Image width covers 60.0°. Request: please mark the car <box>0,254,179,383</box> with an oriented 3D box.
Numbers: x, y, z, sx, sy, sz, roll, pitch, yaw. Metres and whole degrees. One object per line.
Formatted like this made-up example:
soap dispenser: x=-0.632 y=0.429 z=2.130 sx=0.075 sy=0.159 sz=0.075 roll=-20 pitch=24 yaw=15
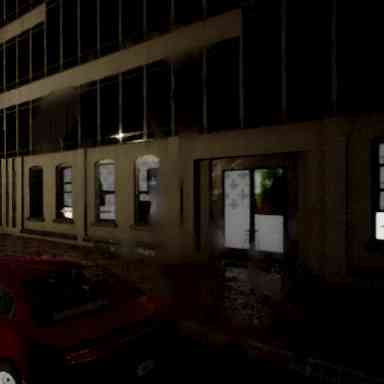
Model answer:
car: x=-2.254 y=1.535 z=4.489 sx=4.507 sy=1.381 sz=1.887 roll=0 pitch=0 yaw=36
